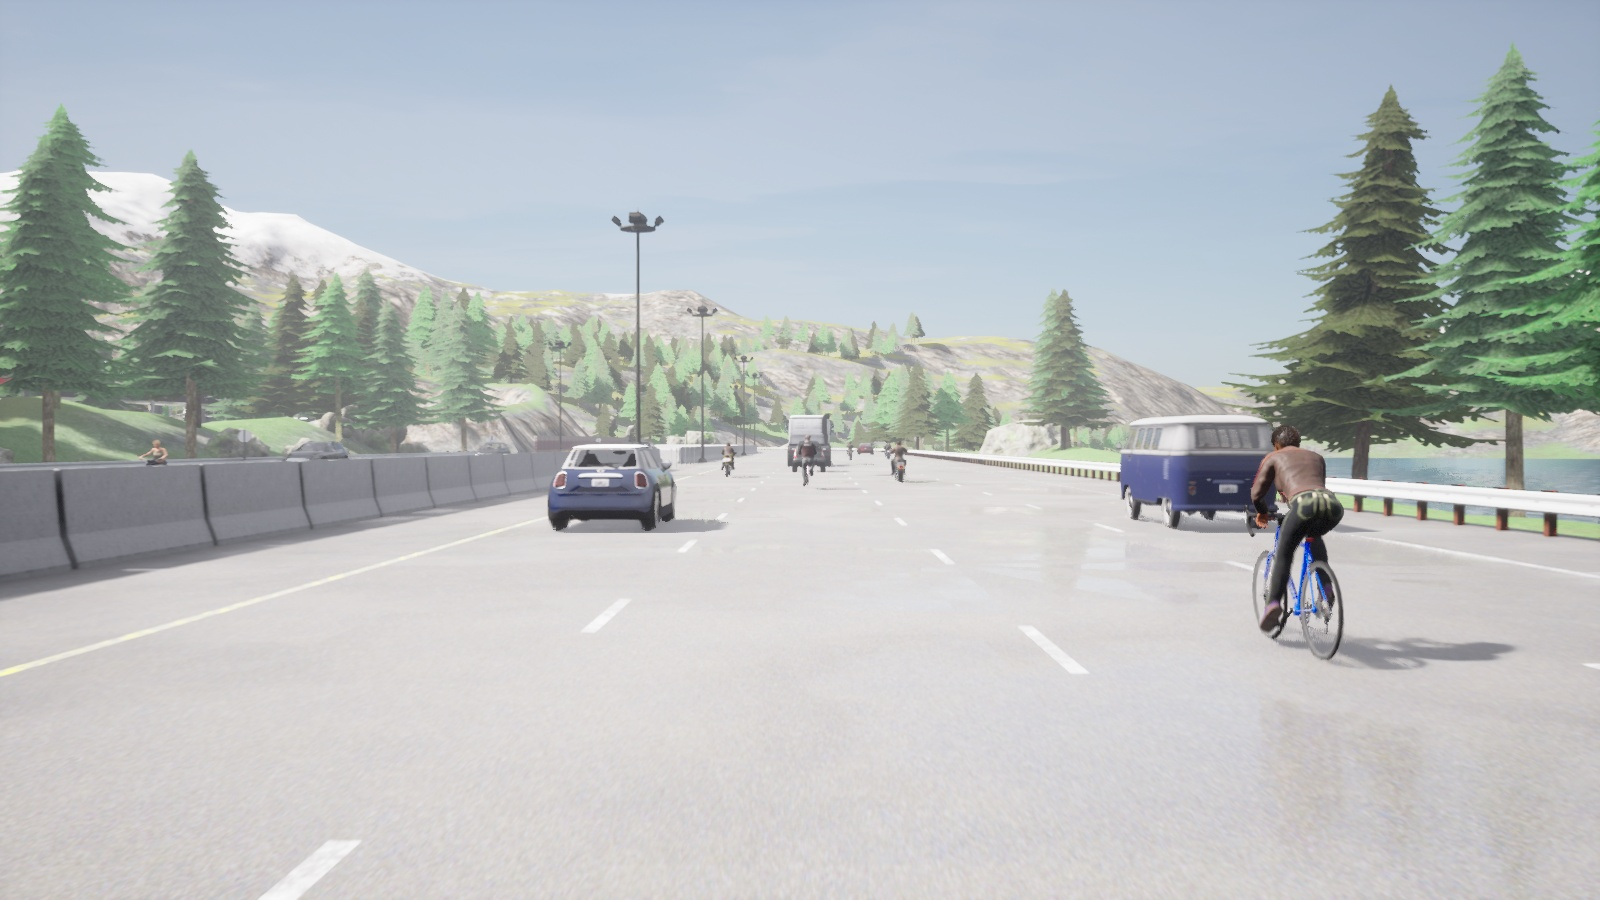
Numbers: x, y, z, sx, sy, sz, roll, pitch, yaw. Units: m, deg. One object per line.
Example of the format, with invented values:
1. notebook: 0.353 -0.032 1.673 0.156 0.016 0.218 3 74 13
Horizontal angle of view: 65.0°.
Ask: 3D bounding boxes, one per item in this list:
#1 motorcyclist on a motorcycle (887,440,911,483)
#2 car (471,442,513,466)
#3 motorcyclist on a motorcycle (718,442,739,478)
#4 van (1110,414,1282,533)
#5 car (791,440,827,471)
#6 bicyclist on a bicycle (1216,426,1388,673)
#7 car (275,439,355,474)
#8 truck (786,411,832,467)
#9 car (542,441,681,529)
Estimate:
1. motorcyclist on a motorcycle: 3.822 0.425 48.813 0.766 1.649 2.350 0 0 1
2. car: -20.383 0.238 83.232 1.789 1.549 3.705 0 0 1
3. motorcyclist on a motorcycle: -3.124 0.416 54.992 0.797 1.523 2.044 0 0 0
4. van: 7.149 0.375 23.148 1.775 1.987 4.442 0 0 0
5. car: 0.471 0.273 66.029 1.851 1.617 3.988 0 0 1
6. bicyclist on a bicycle: 3.568 0.651 9.067 0.582 1.620 1.656 0 0 0
7. car: -24.062 0.305 62.492 2.033 1.649 4.856 0 0 0
8. truck: 0.609 -0.698 82.222 2.891 3.462 7.936 0 0 1
9. car: -3.352 0.579 23.045 1.970 1.475 3.806 0 0 0
